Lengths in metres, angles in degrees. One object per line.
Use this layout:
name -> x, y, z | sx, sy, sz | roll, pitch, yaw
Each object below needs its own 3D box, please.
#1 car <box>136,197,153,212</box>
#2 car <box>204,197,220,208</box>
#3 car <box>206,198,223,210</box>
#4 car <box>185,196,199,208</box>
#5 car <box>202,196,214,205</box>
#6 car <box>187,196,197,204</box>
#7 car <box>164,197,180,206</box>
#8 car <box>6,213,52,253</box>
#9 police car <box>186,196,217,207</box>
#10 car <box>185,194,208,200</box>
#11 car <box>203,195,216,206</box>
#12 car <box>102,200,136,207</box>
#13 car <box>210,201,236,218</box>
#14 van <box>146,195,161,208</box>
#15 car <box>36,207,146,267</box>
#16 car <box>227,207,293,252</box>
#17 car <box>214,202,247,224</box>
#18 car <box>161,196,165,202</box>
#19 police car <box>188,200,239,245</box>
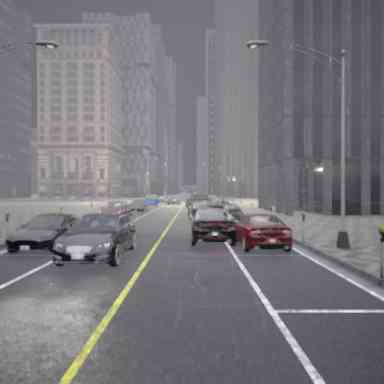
car -> -5.762, 1.532, 36.214 | 1.947, 1.339, 4.313 | 0, 0, 0
car -> 2.764, 1.500, 47.496 | 2.008, 1.369, 4.403 | 0, 0, 0
car -> 2.763, 1.483, 42.026 | 1.752, 1.417, 4.829 | 0, 0, 0
car -> 0.005, 1.453, 49.169 | 1.837, 1.490, 4.892 | 0, 0, 0
car -> 2.765, 1.482, 58.779 | 2.008, 1.369, 4.403 | 0, 0, 0
car -> 0.005, 1.485, 65.026 | 1.994, 1.385, 4.181 | 0, 0, 0
car -> -2.996, 1.549, 54.881 | 1.994, 1.385, 4.181 | 0, 0, 0
car -> -5.764, 1.556, 13.650 | 1.947, 1.339, 4.313 | 0, 0, 0
police car -> 0.775, 1.404, 25.470 | 1.930, 1.638, 5.238 | 0, 0, -2
car -> 0.679, 1.195, 31.418 | 2.150, 2.045, 5.566 | 0, 0, 0
car -> 2.764, 1.381, 53.138 | 1.967, 1.590, 4.097 | 0, 0, 0
car -> -5.763, 1.419, 24.932 | 1.967, 1.590, 4.097 | 0, 0, 0
car -> 2.763, 1.539, 30.574 | 1.947, 1.339, 4.313 | 0, 0, 0
van -> -5.762, 1.291, 47.496 | 1.690, 1.788, 3.998 | 0, 0, 0
car -> -3.098, 1.483, 11.476 | 2.128, 1.511, 4.902 | 0, 0, 0
car -> 2.761, 1.534, 13.652 | 1.887, 1.381, 4.507 | 0, 0, 0
car -> 2.762, 1.530, 24.933 | 2.008, 1.369, 4.403 | 0, 0, 0
car -> -5.760, 1.472, 64.419 | 2.008, 1.369, 4.403 | 0, 0, 0
police car -> 0.889, 1.415, 15.498 | 1.930, 1.638, 5.238 | 0, 0, 0
